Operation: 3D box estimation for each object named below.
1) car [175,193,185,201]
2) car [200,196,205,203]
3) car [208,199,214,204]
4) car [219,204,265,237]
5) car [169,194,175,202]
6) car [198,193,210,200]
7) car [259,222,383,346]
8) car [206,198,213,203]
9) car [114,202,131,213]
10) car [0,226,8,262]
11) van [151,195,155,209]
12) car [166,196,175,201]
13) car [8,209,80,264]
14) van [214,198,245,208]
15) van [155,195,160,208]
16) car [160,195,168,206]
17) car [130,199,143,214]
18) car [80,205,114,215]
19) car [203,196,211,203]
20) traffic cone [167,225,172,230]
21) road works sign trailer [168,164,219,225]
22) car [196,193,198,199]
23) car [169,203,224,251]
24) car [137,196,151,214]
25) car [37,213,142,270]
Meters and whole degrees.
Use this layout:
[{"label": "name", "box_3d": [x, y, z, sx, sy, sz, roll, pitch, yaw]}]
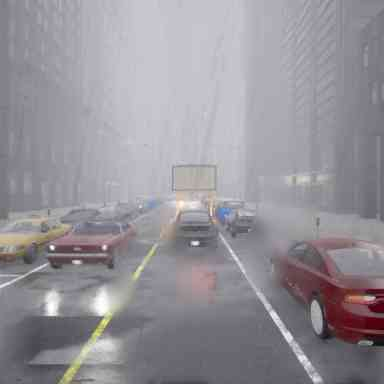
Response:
[{"label": "car", "box_3d": [-3.074, 1.571, 83.632, 2.128, 1.511, 4.902, 0, 0, 0]}, {"label": "car", "box_3d": [2.715, 1.576, 51.502, 1.887, 1.381, 4.507, 0, 0, 0]}, {"label": "car", "box_3d": [2.734, 1.560, 28.957, 2.008, 1.369, 4.403, 0, 0, 0]}, {"label": "car", "box_3d": [2.745, 1.554, 17.684, 2.008, 1.369, 4.403, 0, 0, 0]}, {"label": "car", "box_3d": [-5.835, 1.617, 79.662, 1.887, 1.381, 4.507, 0, 0, 0]}, {"label": "car", "box_3d": [2.704, 1.360, 62.774, 2.192, 1.841, 5.009, 0, 0, 0]}, {"label": "car", "box_3d": [2.755, 1.545, 6.412, 1.887, 1.381, 4.507, 0, 0, 0]}, {"label": "car", "box_3d": [2.730, 1.596, 34.593, 1.802, 1.307, 4.206, 0, 0, 0]}, {"label": "car", "box_3d": [-5.785, 1.588, 23.297, 1.802, 1.307, 4.206, 0, 0, 0]}, {"label": "car", "box_3d": [-5.770, 1.566, 6.387, 1.947, 1.339, 4.313, 0, 0, 0]}, {"label": "van", "box_3d": [-5.801, 1.360, 40.206, 1.690, 1.788, 3.998, 0, 0, 0]}, {"label": "car", "box_3d": [-5.845, 1.659, 90.935, 1.947, 1.339, 4.313, 0, 0, 0]}, {"label": "car", "box_3d": [-5.775, 1.527, 11.853, 1.752, 1.417, 4.829, 0, 0, 0]}, {"label": "van", "box_3d": [2.739, 1.347, 23.320, 1.690, 1.788, 3.998, 0, 0, 0]}, {"label": "van", "box_3d": [-5.806, 1.366, 45.843, 1.690, 1.788, 3.998, 0, 0, 0]}, {"label": "car", "box_3d": [-5.816, 1.353, 57.115, 2.192, 1.841, 5.009, 0, 0, 0]}, {"label": "car", "box_3d": [-5.790, 1.575, 28.933, 1.947, 1.339, 4.313, 0, 0, 0]}, {"label": "car", "box_3d": [-5.780, 1.569, 17.659, 1.947, 1.339, 4.313, 0, 0, 0]}, {"label": "car", "box_3d": [2.725, 1.570, 40.229, 2.008, 1.369, 4.403, 0, 0, 0]}, {"label": "traffic cone", "box_3d": [-1.306, 2.076, 17.441, 0.340, 0.340, 0.580, 0, 0, 3]}, {"label": "road works sign trailer", "box_3d": [0.149, 0.320, 17.910, 2.380, 3.560, 2.880, 0, 0, 8]}, {"label": "car", "box_3d": [2.684, 1.608, 85.489, 1.752, 1.417, 4.829, 0, 0, 0]}, {"label": "car", "box_3d": [0.082, 1.487, 14.044, 1.837, 1.490, 4.892, 0, 1, -1]}, {"label": "car", "box_3d": [-5.796, 1.454, 34.570, 1.967, 1.590, 4.097, 0, 0, 0]}, {"label": "car", "box_3d": [-3.111, 1.602, 11.232, 1.895, 1.301, 4.718, 0, 0, 0]}]
